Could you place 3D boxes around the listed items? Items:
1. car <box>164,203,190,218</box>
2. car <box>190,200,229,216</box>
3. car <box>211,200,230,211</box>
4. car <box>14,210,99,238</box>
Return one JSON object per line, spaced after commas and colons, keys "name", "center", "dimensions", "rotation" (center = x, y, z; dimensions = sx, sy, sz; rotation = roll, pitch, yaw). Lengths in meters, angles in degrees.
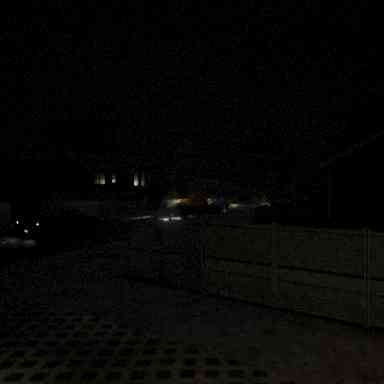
{"name": "car", "center": [-1.090, 1.845, 34.907], "dimensions": [2.033, 1.411, 5.357], "rotation": [1, 0, 20]}
{"name": "car", "center": [1.930, 1.863, 34.667], "dimensions": [2.128, 1.511, 4.902], "rotation": [1, 0, 20]}
{"name": "car", "center": [4.411, 2.009, 51.124], "dimensions": [1.882, 1.535, 5.008], "rotation": [1, -1, 16]}
{"name": "car", "center": [-7.583, 1.715, 19.012], "dimensions": [1.895, 1.301, 4.718], "rotation": [1, 0, 24]}
